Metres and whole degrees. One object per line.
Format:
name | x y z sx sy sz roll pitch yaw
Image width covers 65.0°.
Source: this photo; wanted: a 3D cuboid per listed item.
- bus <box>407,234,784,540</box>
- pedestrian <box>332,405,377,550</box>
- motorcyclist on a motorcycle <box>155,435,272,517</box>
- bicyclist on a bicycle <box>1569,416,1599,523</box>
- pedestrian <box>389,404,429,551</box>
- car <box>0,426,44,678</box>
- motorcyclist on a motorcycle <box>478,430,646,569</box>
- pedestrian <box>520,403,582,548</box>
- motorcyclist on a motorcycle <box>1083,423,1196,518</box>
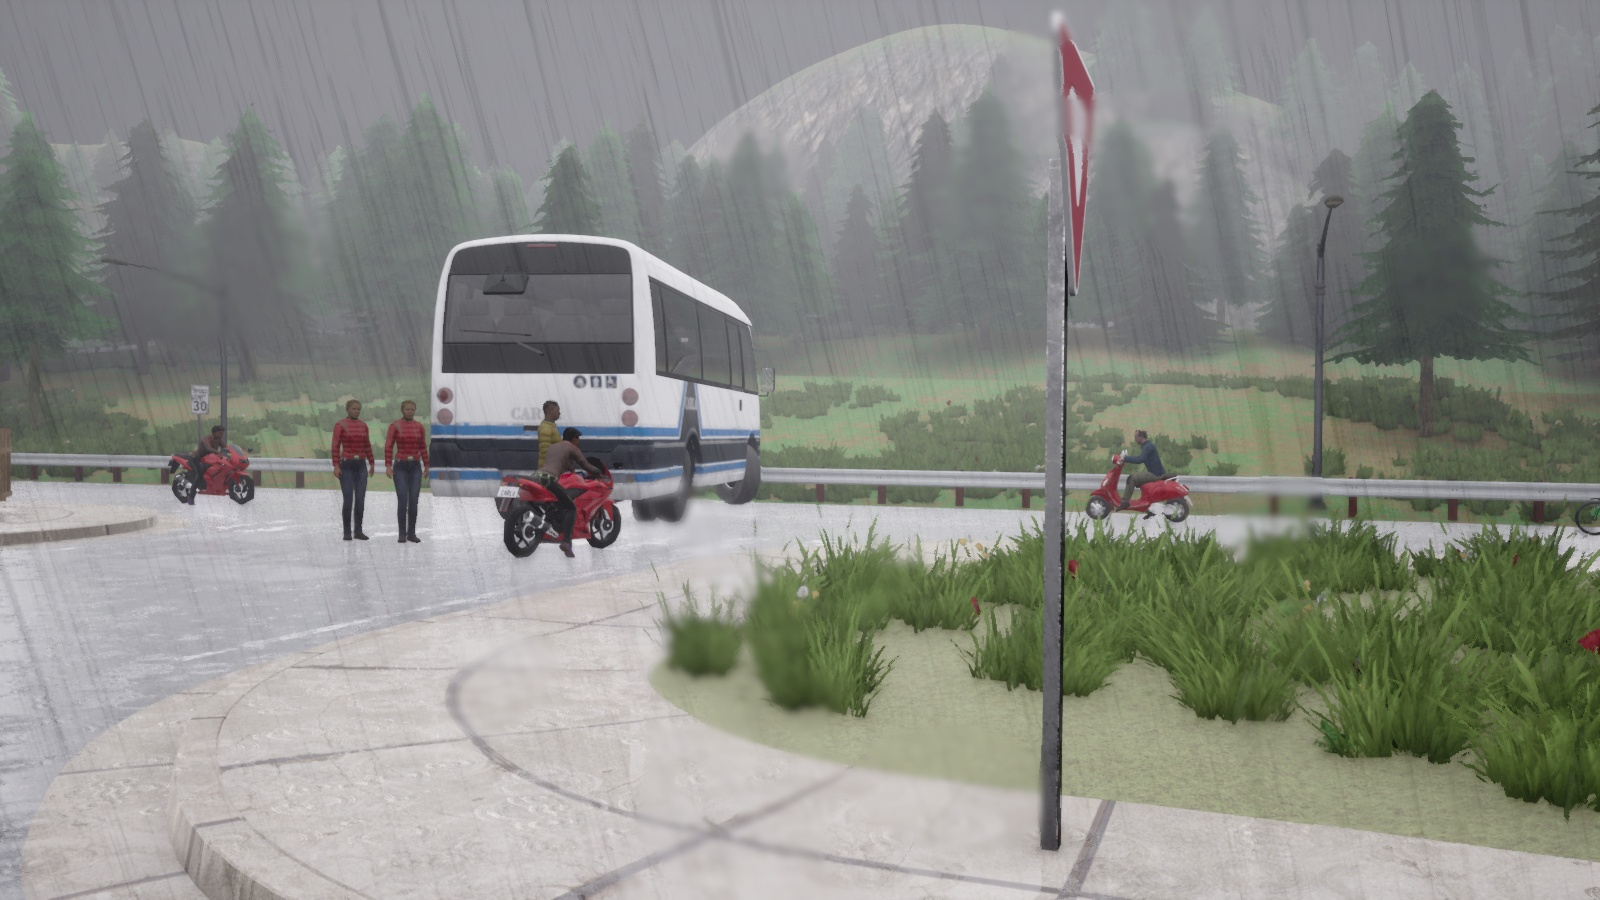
bus | -2.982 -0.927 22.809 3.944 4.253 10.273 0 1 7
pedestrian | -5.774 0.347 16.280 0.331 1.846 0.636 -1 1 -39
motorcyclist on a motorcycle | -11.264 0.486 24.119 2.044 1.523 0.797 0 1 20
bicyclist on a bicycle | 12.717 0.291 19.193 1.509 1.612 0.866 0 1 20
pedestrian | -5.014 0.342 16.094 0.331 1.846 0.636 -1 1 -30
car | -6.454 0.654 6.085 2.007 1.525 4.514 0 1 20
motorcyclist on a motorcycle | -2.795 0.534 14.972 0.797 1.523 2.044 0 1 31
pedestrian | -3.201 0.324 16.200 0.709 1.840 0.431 -1 1 -3
motorcyclist on a motorcycle | 5.862 0.336 21.661 1.817 1.590 0.866 0 1 19
